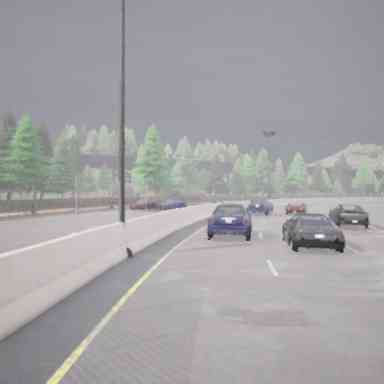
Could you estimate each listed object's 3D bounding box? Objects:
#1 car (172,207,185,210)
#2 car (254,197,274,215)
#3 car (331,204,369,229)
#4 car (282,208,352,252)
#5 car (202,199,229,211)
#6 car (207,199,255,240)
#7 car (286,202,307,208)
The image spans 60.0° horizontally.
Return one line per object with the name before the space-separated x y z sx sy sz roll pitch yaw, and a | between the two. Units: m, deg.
car | -2.435 1.521 39.320 1.882 1.535 5.008 0 0 23
car | 7.152 1.419 34.485 2.097 1.767 4.553 0 0 21
car | 10.345 1.553 22.158 2.128 1.511 4.902 0 0 15
car | 5.018 1.598 14.187 1.994 1.385 4.181 0 0 9
car | 3.109 1.666 43.230 1.895 1.301 4.718 0 0 26
car | 2.083 1.381 17.505 2.097 1.767 4.553 0 0 10
car | 11.009 1.680 34.843 1.895 1.301 4.718 0 0 23
